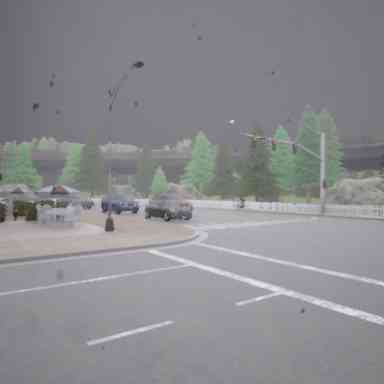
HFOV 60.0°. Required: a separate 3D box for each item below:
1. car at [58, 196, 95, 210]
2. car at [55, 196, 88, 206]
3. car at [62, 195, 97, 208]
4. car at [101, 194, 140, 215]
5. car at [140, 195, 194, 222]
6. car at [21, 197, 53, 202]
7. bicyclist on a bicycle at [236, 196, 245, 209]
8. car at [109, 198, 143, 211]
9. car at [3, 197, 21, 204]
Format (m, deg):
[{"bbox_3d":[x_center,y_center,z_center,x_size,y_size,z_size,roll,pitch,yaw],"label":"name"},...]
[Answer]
[{"bbox_3d":[-14.548,1.527,41.825,4.181,1.385,1.994,0,0,36],"label":"car"},{"bbox_3d":[-20.313,1.460,56.105,4.902,1.511,2.128,0,0,15],"label":"car"},{"bbox_3d":[-15.931,1.318,46.886,4.553,1.767,2.097,0,0,27],"label":"car"},{"bbox_3d":[-7.489,1.188,34.215,2.150,2.045,5.566,0,0,-37],"label":"car"},{"bbox_3d":[-1.900,1.319,26.433,2.097,1.767,4.553,0,0,-36],"label":"car"},{"bbox_3d":[-24.491,1.524,53.464,4.181,1.385,1.994,0,0,8],"label":"car"},{"bbox_3d":[5.991,1.292,40.372,1.656,1.620,0.582,0,0,-35],"label":"bicyclist on a bicycle"},{"bbox_3d":[-8.053,1.497,40.325,1.812,1.442,4.674,0,0,-42],"label":"car"},{"bbox_3d":[-30.332,1.503,57.510,5.357,1.411,2.033,0,0,-3],"label":"car"}]
